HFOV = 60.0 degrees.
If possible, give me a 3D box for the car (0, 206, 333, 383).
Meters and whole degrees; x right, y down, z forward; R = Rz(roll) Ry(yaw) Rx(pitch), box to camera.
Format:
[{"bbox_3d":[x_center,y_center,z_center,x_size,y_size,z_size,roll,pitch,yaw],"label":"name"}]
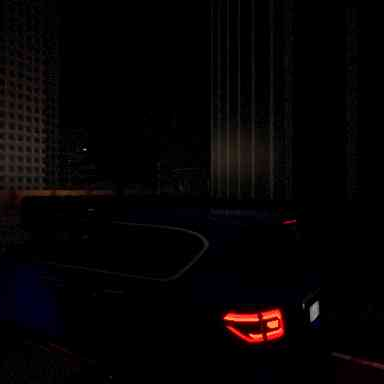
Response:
[{"bbox_3d":[-1.021,1.221,4.715,5.566,2.045,2.150,0,0,35],"label":"car"}]
